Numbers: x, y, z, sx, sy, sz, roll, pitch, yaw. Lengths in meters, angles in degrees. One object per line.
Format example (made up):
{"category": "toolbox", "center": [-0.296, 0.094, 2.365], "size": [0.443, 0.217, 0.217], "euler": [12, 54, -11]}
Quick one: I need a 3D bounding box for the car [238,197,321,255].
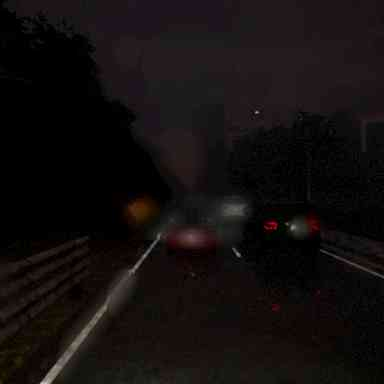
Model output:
{"category": "car", "center": [3.503, 1.348, 13.982], "size": [2.150, 2.045, 5.566], "euler": [0, 0, 0]}

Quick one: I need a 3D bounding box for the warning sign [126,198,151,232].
{"category": "warning sign", "center": [-3.047, 1.294, 19.120], "size": [1.300, 1.860, 1.060], "euler": [0, 0, 0]}

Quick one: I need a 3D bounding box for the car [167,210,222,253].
{"category": "car", "center": [0.006, 1.698, 14.302], "size": [1.994, 1.385, 4.181], "euler": [0, 0, 0]}

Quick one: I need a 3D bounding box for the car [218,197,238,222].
{"category": "car", "center": [3.504, 1.487, 28.995], "size": [2.150, 2.045, 5.566], "euler": [0, 0, 0]}

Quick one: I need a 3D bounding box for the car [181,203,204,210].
{"category": "car", "center": [0.009, 1.752, 29.448], "size": [1.882, 1.535, 5.008], "euler": [0, 0, 0]}
